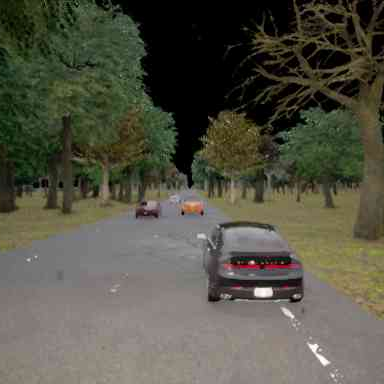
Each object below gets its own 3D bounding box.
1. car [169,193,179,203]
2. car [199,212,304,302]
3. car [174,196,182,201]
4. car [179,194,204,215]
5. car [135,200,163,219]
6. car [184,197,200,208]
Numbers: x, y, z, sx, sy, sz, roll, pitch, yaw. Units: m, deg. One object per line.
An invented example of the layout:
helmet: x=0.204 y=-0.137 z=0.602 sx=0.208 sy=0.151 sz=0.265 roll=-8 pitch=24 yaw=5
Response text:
car: x=-3.511 y=1.186 z=69.251 sx=2.150 sy=2.045 sz=5.566 roll=0 pitch=0 yaw=0
car: x=1.224 y=1.461 z=8.128 sx=1.837 sy=1.490 sz=4.892 roll=0 pitch=0 yaw=0
car: x=-3.514 y=1.566 z=83.110 sx=1.895 sy=1.301 sz=4.718 roll=0 pitch=0 yaw=0
car: x=0.055 y=1.271 z=33.038 sx=2.097 sy=1.767 sz=4.553 roll=0 pitch=0 yaw=0
car: x=-3.604 y=1.393 z=28.313 sx=1.882 sy=1.535 sz=5.008 roll=0 pitch=0 yaw=0
car: x=0.027 y=1.434 z=47.123 sx=2.128 sy=1.511 sz=4.902 roll=0 pitch=0 yaw=1
